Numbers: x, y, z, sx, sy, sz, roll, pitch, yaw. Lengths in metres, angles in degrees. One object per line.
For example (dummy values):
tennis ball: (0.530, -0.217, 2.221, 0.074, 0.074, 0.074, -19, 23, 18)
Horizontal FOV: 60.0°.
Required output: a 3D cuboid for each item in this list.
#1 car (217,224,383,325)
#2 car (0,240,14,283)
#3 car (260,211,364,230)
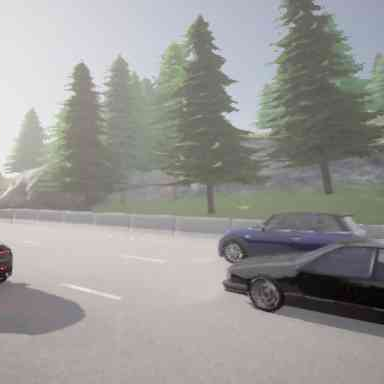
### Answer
car: (3.226, 1.553, 5.992, 5.357, 1.411, 2.033, 0, 0, 35)
car: (-6.522, 1.587, 8.645, 4.892, 1.490, 1.837, 0, 0, 36)
car: (3.032, 1.375, 10.428, 4.553, 1.767, 2.097, -1, 0, 35)
